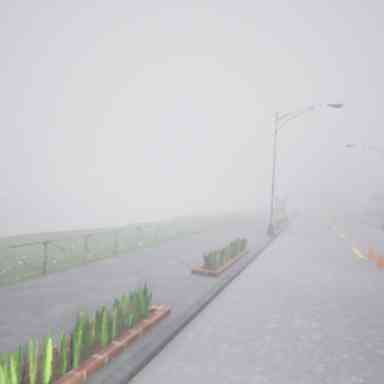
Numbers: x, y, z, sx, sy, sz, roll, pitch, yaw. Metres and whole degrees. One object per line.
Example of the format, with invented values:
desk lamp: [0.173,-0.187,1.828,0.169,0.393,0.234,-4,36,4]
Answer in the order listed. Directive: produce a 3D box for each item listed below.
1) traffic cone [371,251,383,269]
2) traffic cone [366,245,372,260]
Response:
traffic cone: [6.802,2.461,12.056,0.340,0.580,0.340,3,-1,20]
traffic cone: [7.484,2.519,13.935,0.340,0.580,0.340,3,-1,20]
